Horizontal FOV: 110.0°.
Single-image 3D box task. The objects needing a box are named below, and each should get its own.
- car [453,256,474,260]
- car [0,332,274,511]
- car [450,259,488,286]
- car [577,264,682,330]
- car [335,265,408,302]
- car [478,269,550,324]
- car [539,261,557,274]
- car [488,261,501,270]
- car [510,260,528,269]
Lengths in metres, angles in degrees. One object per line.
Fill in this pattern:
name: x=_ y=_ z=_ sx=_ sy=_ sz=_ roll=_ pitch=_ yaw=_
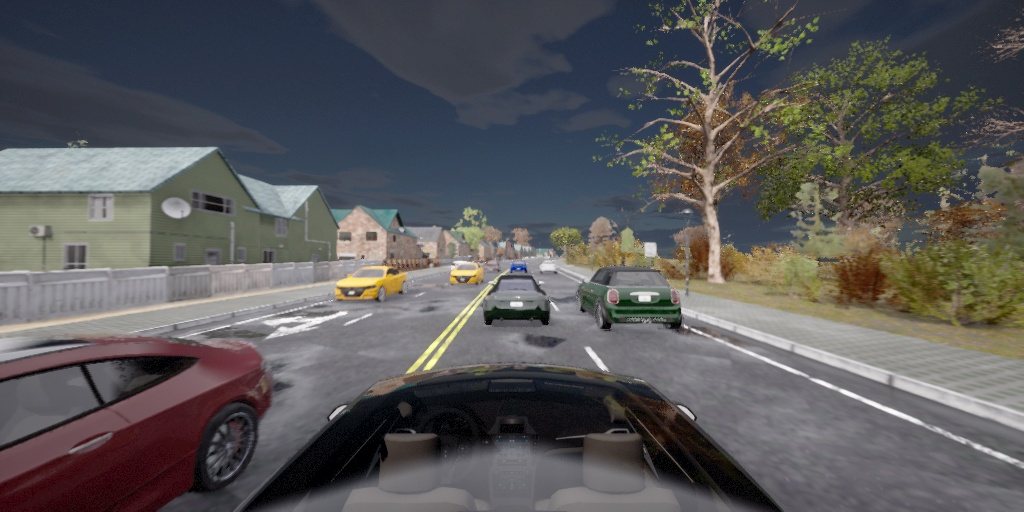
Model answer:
car: x=-5.677 y=0.956 z=42.981 sx=2.150 sy=2.045 sz=5.566 roll=0 pitch=0 yaw=3
car: x=-3.342 y=1.276 z=1.842 sx=1.812 sy=1.442 sz=4.674 roll=0 pitch=0 yaw=0
car: x=-3.078 y=1.218 z=25.289 sx=1.882 sy=1.535 sz=5.008 roll=0 pitch=0 yaw=1
car: x=3.394 y=1.098 z=11.233 sx=2.097 sy=1.767 sz=4.553 roll=0 pitch=0 yaw=0
car: x=-6.488 y=1.224 z=17.067 sx=1.882 sy=1.535 sz=5.008 roll=0 pitch=0 yaw=1
car: x=0.152 y=1.311 z=11.981 sx=1.994 sy=1.385 sz=4.181 roll=0 pitch=0 yaw=1
car: x=4.052 y=1.248 z=40.350 sx=1.812 sy=1.442 sz=4.674 roll=0 pitch=0 yaw=3
car: x=-2.376 y=1.293 z=43.945 sx=1.812 sy=1.442 sz=4.674 roll=0 pitch=0 yaw=3
car: x=0.822 y=1.202 z=40.876 sx=1.882 sy=1.535 sz=5.008 roll=0 pitch=0 yaw=3
